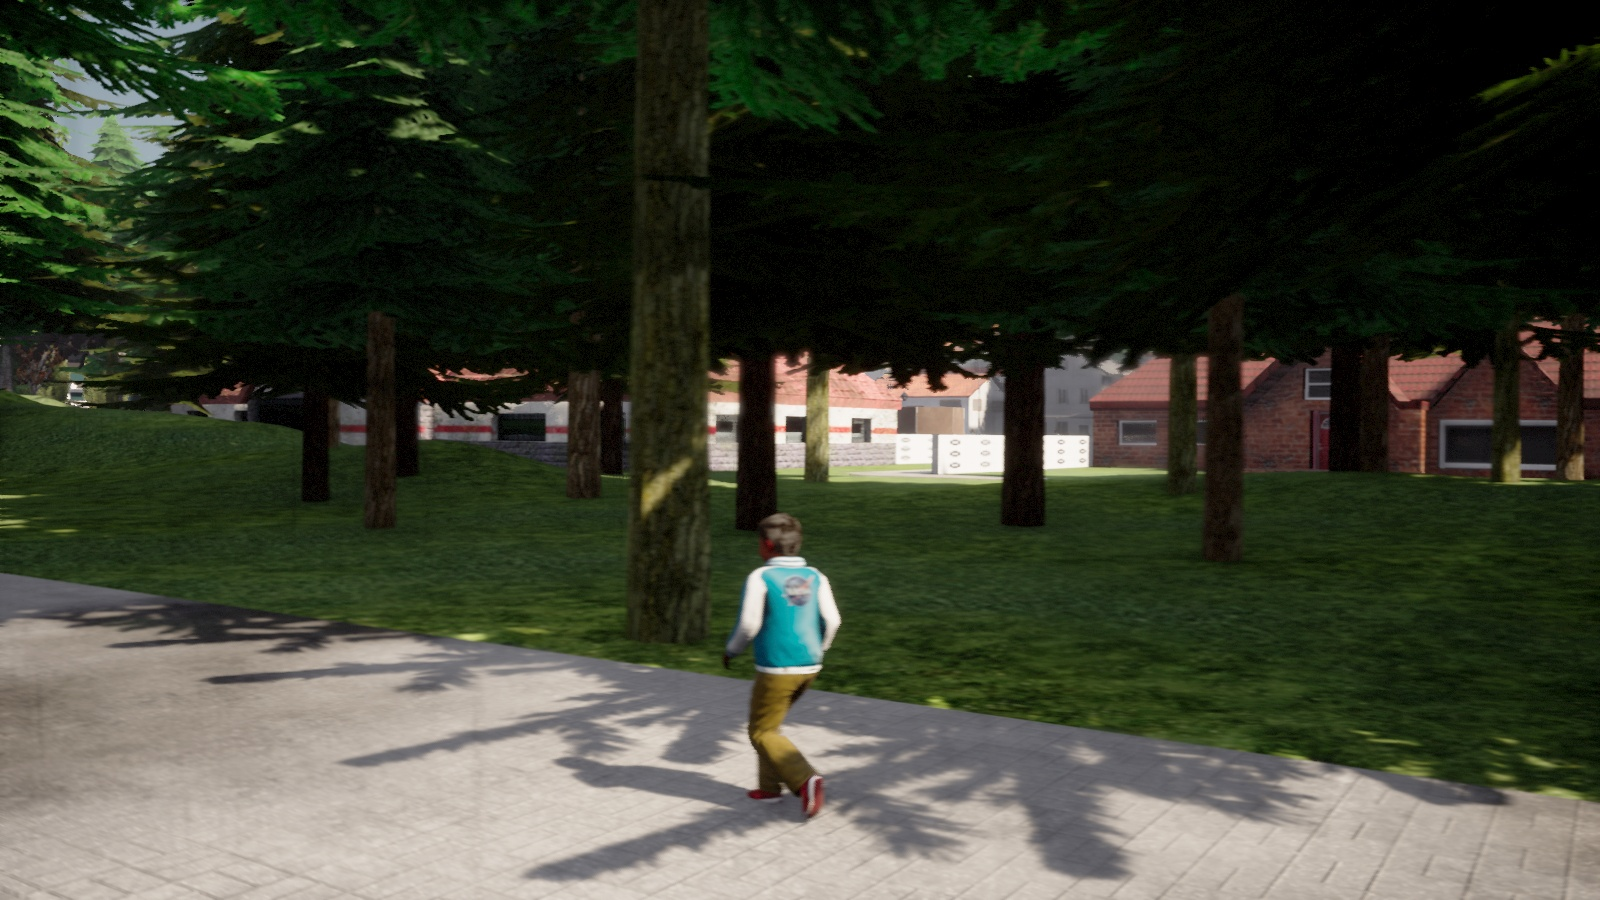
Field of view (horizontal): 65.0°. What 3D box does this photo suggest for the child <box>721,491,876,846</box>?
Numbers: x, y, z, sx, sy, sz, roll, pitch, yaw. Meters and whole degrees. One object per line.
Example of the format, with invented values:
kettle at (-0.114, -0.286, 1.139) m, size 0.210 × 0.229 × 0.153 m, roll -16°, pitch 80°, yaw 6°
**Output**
child at (-0.009, 0.759, 4.576) m, size 0.343 × 1.192 × 0.448 m, roll -1°, pitch 1°, yaw -42°
